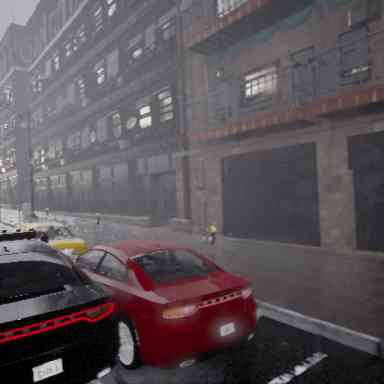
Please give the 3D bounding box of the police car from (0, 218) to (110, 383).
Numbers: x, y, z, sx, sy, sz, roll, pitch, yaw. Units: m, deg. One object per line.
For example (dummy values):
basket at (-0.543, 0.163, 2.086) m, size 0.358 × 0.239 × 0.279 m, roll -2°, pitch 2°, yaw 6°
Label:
police car at (-2.954, 1.404, 4.977) m, size 1.930 × 1.638 × 5.238 m, roll -2°, pitch 1°, yaw -40°

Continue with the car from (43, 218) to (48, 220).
car at (-4.645, 1.461, 9.971) m, size 1.752 × 1.417 × 4.829 m, roll 0°, pitch 0°, yaw -40°

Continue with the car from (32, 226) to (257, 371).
car at (-1.012, 1.462, 5.577) m, size 1.887 × 1.381 × 4.507 m, roll 0°, pitch 0°, yaw -40°
